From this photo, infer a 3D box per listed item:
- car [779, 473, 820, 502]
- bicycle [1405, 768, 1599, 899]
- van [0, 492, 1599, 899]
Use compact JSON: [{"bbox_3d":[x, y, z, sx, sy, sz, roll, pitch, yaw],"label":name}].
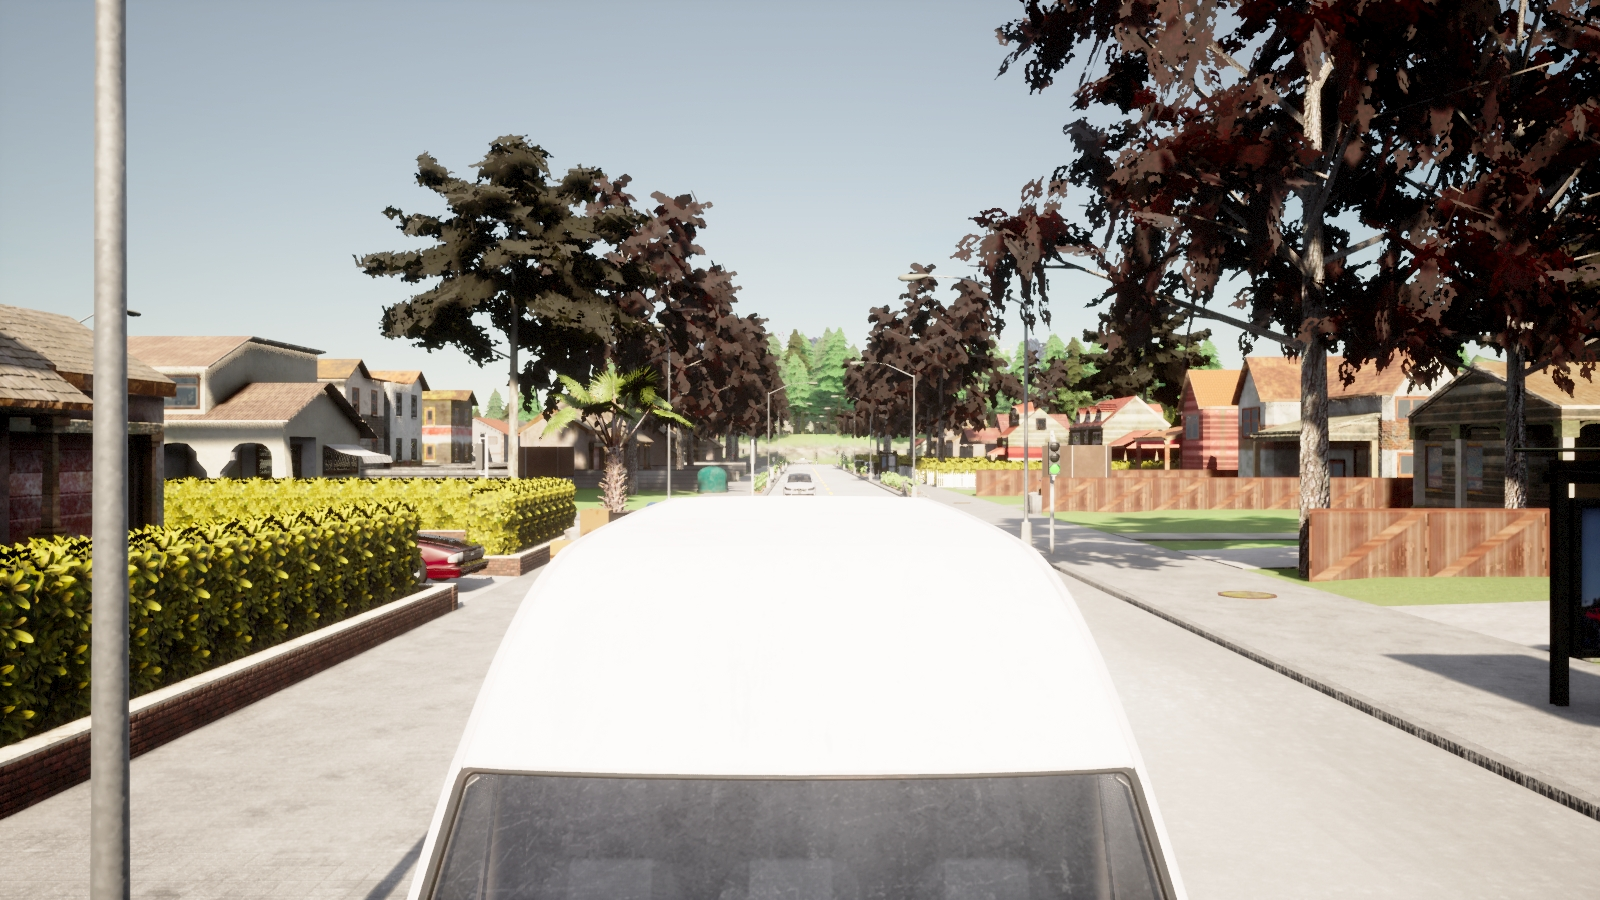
[{"bbox_3d":[-0.024,2.087,64.511,2.231,1.480,4.892,0,0,0],"label":"car"},{"bbox_3d":[2.687,2.062,3.843,0.329,1.471,1.835,0,0,0],"label":"bicycle"},{"bbox_3d":[0.002,1.537,4.030,1.988,2.561,5.915,0,0,0],"label":"van"}]
